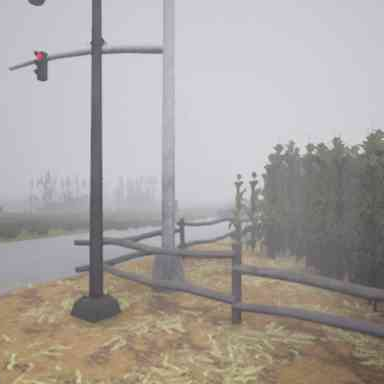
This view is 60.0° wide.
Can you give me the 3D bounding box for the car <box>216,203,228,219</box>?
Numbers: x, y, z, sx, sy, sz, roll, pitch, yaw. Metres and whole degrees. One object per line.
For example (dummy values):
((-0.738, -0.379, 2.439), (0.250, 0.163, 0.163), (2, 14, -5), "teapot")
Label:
((3.842, 1.432, 27.789), (1.882, 1.535, 5.008), (0, 0, 35), "car")
